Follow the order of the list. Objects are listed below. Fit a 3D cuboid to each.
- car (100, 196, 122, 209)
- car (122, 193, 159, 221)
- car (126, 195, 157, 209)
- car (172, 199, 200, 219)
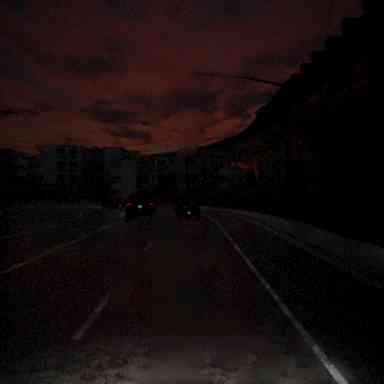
[{"bbox_3d":[-9.905,1.264,41.524,1.837,1.490,4.892,0,1,-34],"label":"car"},{"bbox_3d":[-3.788,1.073,25.612,2.150,2.045,5.566,0,0,-4],"label":"car"},{"bbox_3d":[-6.641,1.242,42.939,2.128,1.511,4.902,0,0,-33],"label":"car"},{"bbox_3d":[-0.492,1.333,27.179,2.128,1.511,4.902,0,0,-6],"label":"car"}]
